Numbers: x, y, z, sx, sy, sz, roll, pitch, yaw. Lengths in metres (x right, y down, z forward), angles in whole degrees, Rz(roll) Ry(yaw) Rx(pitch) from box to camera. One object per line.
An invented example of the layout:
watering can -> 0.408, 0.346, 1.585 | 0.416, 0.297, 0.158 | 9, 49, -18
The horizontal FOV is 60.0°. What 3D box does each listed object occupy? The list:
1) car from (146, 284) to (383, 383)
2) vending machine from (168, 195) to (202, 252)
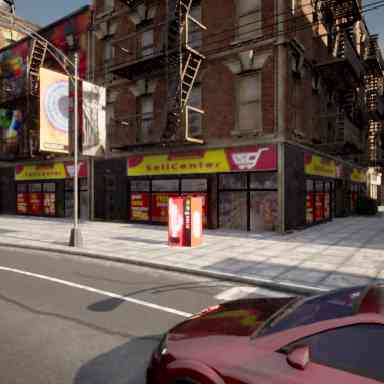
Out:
car -> 1.597, 1.564, 2.852 | 4.181, 1.385, 1.994 | 0, 0, 36
vending machine -> -0.268, 1.195, 13.123 | 0.880, 2.100, 1.100 | 0, 0, 34
